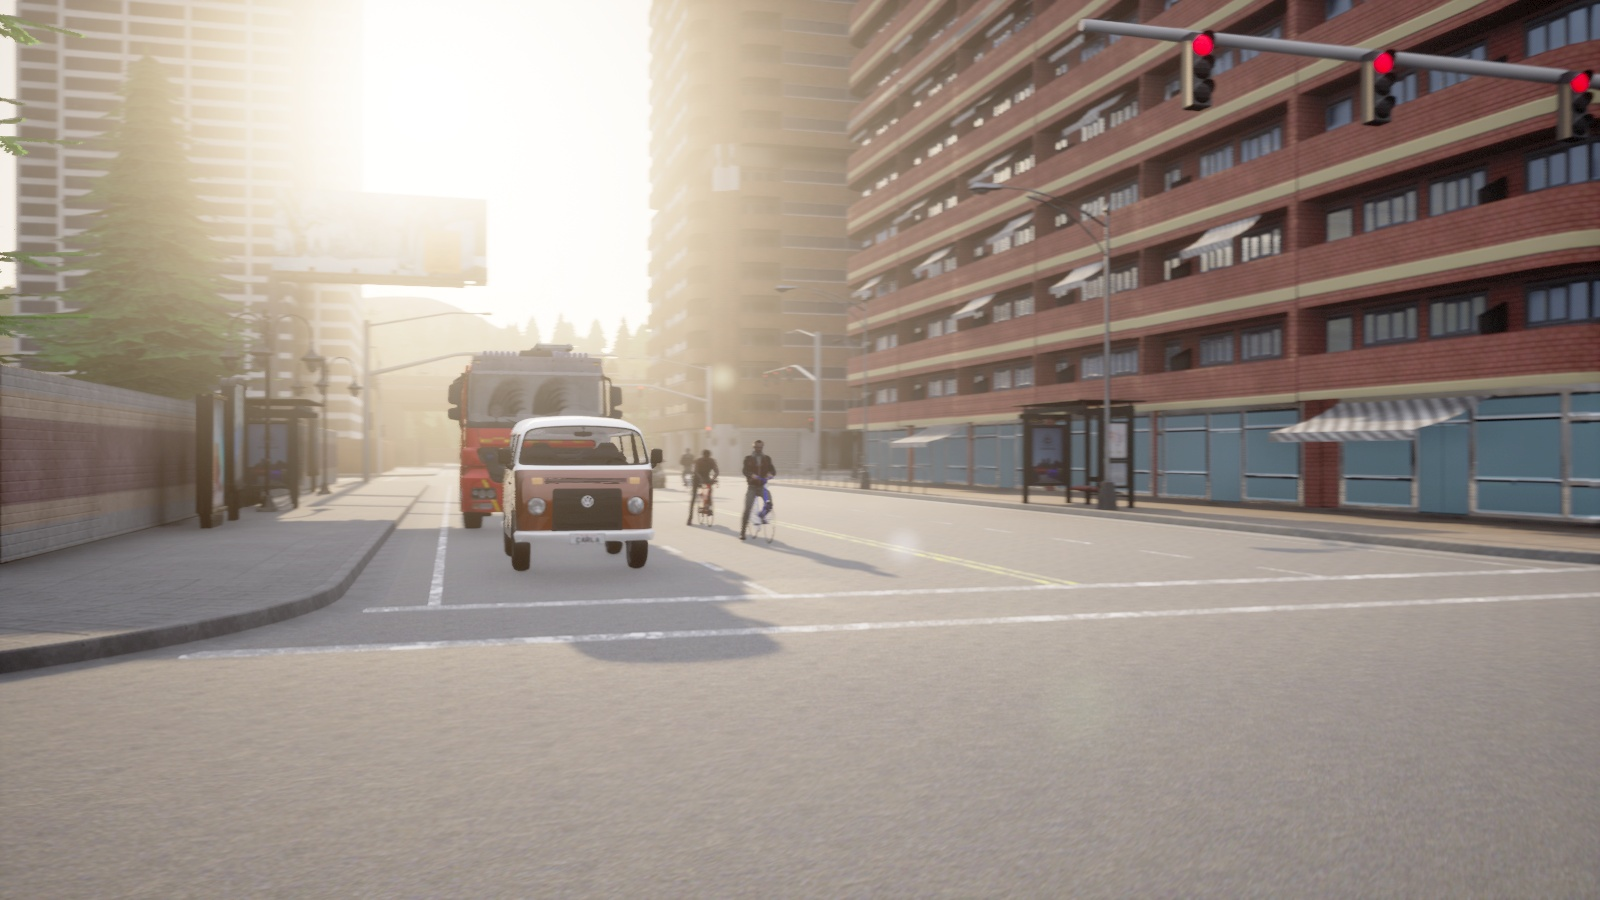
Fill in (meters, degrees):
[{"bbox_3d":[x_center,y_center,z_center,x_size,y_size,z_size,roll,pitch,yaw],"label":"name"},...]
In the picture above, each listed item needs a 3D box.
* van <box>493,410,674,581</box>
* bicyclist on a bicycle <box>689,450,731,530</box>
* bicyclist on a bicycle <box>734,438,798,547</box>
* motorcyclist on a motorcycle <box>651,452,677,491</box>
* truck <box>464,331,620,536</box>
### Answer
[{"bbox_3d":[-3.142,0.552,17.425,2.069,2.038,4.480,0,0,-15],"label":"van"},{"bbox_3d":[-1.894,0.806,26.249,0.582,1.620,1.656,0,0,-15],"label":"bicyclist on a bicycle"},{"bbox_3d":[-0.600,0.702,21.446,0.659,1.776,1.843,0,0,-15],"label":"bicyclist on a bicycle"},{"bbox_3d":[-5.948,0.915,54.764,0.766,1.649,2.350,0,0,-15],"label":"motorcyclist on a motorcycle"},{"bbox_3d":[-5.976,-0.290,27.938,2.891,3.827,8.468,0,0,-15],"label":"truck"}]
